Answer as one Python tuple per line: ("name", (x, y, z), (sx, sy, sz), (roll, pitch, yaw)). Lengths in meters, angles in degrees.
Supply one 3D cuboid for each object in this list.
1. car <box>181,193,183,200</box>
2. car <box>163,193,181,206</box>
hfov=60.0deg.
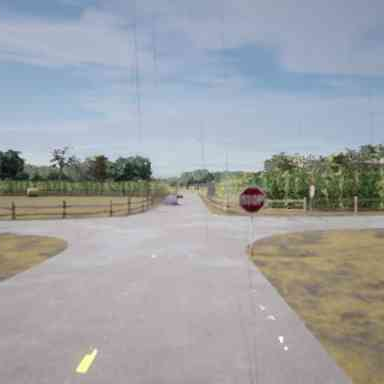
("car", (-2.741, 0.863, 68.515), (1.895, 1.301, 4.718), (0, 1, 0))
("car", (-2.762, 1.169, 44.516), (1.812, 1.442, 4.674), (0, 2, 0))
